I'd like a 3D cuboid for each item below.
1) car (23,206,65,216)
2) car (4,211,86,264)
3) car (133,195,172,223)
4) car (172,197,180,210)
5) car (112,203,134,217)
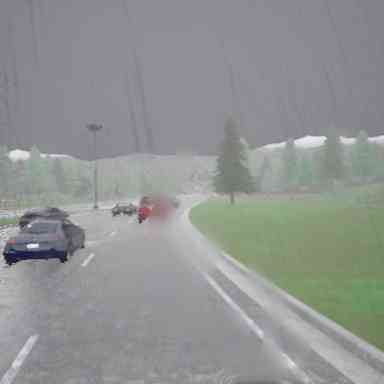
[{"bbox_3d":[-9.710,1.704,22.184,1.837,1.490,4.892,-1,0,-4],"label":"car"},{"bbox_3d":[-5.264,1.672,12.435,1.994,1.385,4.181,-1,0,-8],"label":"car"},{"bbox_3d":[-2.944,1.280,26.160,2.150,2.045,5.566,-1,0,-2],"label":"car"},{"bbox_3d":[-2.754,1.400,43.349,2.097,1.767,4.553,-1,0,4],"label":"car"},{"bbox_3d":[-6.640,1.733,33.543,1.895,1.301,4.718,-1,0,-1],"label":"car"}]
